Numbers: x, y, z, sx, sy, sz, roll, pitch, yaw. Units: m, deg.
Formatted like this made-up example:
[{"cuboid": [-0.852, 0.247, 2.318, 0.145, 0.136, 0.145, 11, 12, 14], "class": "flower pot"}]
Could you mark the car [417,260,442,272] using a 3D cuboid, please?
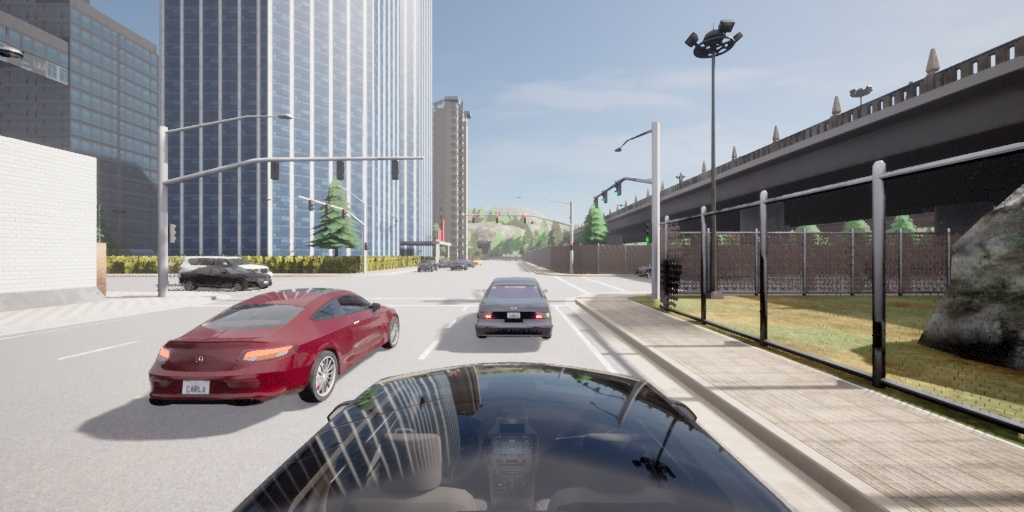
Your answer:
[{"cuboid": [-10.685, 1.254, 45.791, 1.837, 1.490, 4.892, 0, 0, 0], "class": "car"}]

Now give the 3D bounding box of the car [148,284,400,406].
[{"cuboid": [-3.450, 1.276, 6.231, 1.812, 1.442, 4.674, 0, 0, 0], "class": "car"}]

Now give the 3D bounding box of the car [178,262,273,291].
[{"cuboid": [-17.033, 1.282, 21.455, 5.008, 1.535, 1.882, 0, 0, 6], "class": "car"}]

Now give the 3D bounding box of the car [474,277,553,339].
[{"cuboid": [0.078, 1.297, 10.052, 2.033, 1.411, 5.357, 0, 0, 1], "class": "car"}]

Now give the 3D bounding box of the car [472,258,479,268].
[{"cuboid": [-7.192, 1.297, 59.224, 2.033, 1.411, 5.357, 0, 0, 0], "class": "car"}]

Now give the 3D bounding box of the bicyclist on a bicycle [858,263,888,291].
[{"cuboid": [18.264, 1.106, 18.231, 0.582, 1.620, 1.656, 0, 0, 0], "class": "bicyclist on a bicycle"}]

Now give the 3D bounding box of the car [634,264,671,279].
[{"cuboid": [13.597, 1.157, 32.693, 4.553, 1.767, 2.097, 0, 0, 0], "class": "car"}]

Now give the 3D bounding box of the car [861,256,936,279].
[{"cuboid": [35.253, 1.026, 32.775, 5.566, 2.045, 2.150, 0, 0, 0], "class": "car"}]

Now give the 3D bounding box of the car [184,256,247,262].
[{"cuboid": [-20.191, 1.028, 25.347, 5.566, 2.045, 2.150, 0, 0, 0], "class": "car"}]

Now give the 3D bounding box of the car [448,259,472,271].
[{"cuboid": [-7.186, 1.313, 49.565, 1.994, 1.385, 4.181, 0, 0, 0], "class": "car"}]

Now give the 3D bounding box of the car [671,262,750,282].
[{"cuboid": [16.323, 1.352, 29.206, 5.357, 1.411, 2.033, 0, 0, 0], "class": "car"}]

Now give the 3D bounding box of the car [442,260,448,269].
[{"cuboid": [-10.700, 1.275, 55.976, 1.812, 1.442, 4.674, 0, 0, 0], "class": "car"}]
